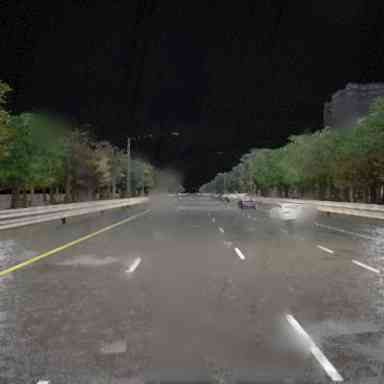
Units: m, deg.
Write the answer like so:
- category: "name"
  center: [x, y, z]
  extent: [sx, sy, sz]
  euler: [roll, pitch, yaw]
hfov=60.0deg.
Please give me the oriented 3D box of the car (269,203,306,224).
- category: "car"
  center: [6.993, 1.542, 24.599]
  extent: [1.812, 1.442, 4.674]
  euler: [0, 0, 0]

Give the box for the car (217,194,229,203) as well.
- category: "car"
  center: [7.123, 1.567, 73.353]
  extent: [1.837, 1.490, 4.892]
  euler: [0, 0, 0]

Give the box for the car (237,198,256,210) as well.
- category: "car"
  center: [7.016, 1.521, 43.231]
  extent: [2.128, 1.511, 4.902]
  euler: [0, 0, 0]
